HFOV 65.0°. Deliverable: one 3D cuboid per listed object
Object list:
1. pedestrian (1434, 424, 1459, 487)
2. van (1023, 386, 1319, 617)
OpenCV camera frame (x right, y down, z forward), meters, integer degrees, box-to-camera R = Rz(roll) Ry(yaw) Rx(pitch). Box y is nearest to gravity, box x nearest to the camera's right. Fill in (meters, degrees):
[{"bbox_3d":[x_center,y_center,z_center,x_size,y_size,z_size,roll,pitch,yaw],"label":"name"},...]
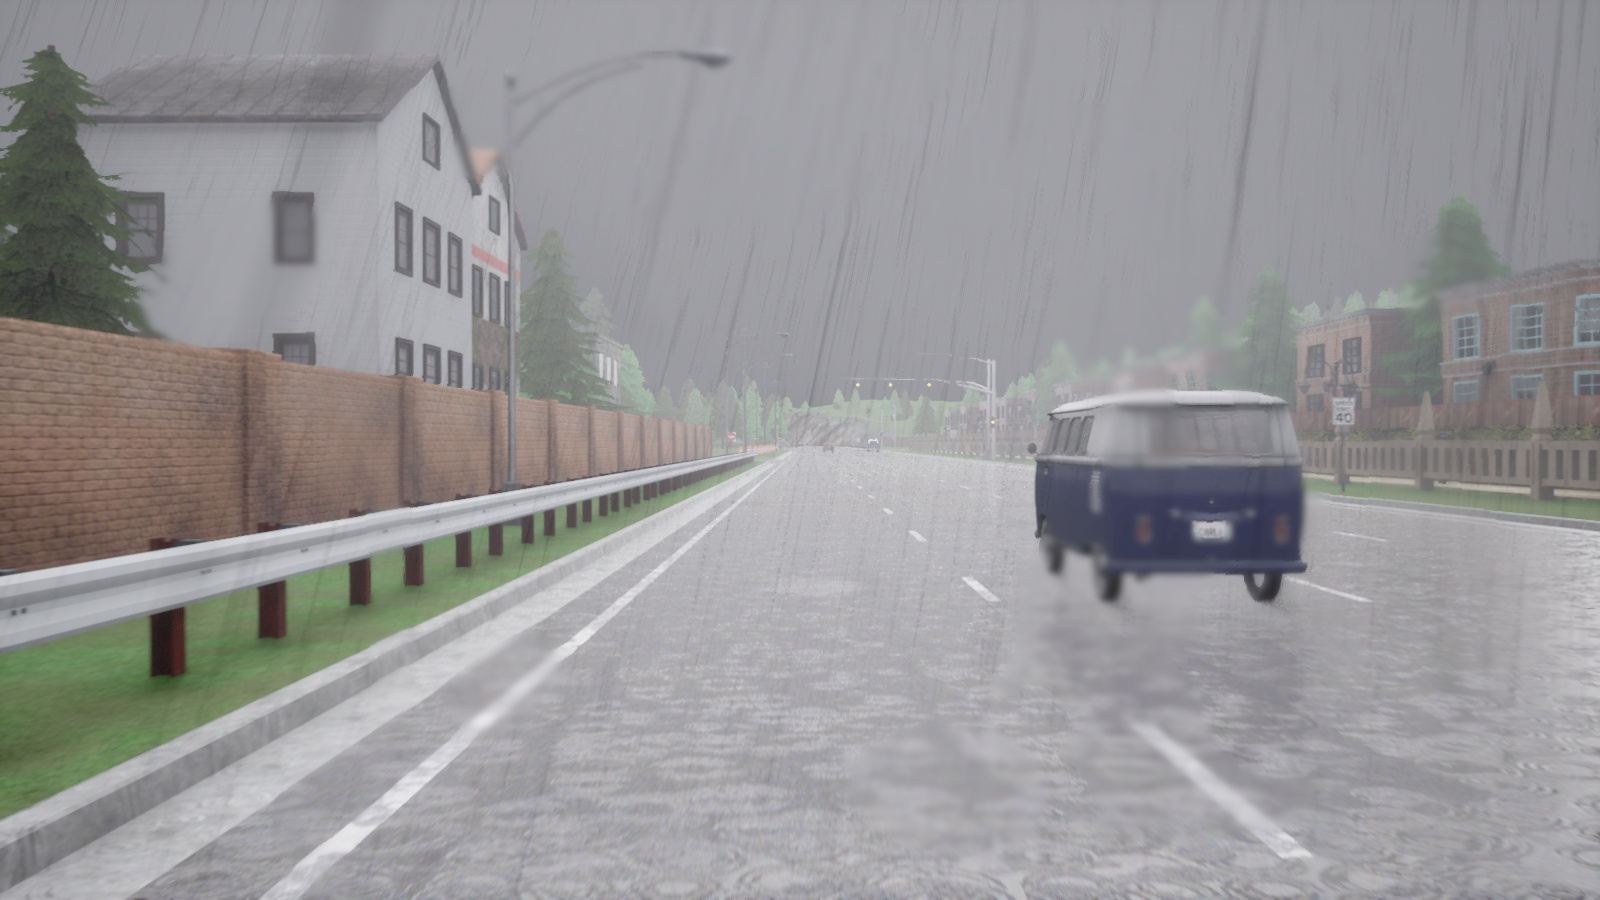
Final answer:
[{"bbox_3d":[19.374,0.159,37.638,0.376,1.854,0.720,0,0,0],"label":"pedestrian"},{"bbox_3d":[3.590,0.429,13.025,1.775,1.987,4.442,0,0,0],"label":"van"}]
